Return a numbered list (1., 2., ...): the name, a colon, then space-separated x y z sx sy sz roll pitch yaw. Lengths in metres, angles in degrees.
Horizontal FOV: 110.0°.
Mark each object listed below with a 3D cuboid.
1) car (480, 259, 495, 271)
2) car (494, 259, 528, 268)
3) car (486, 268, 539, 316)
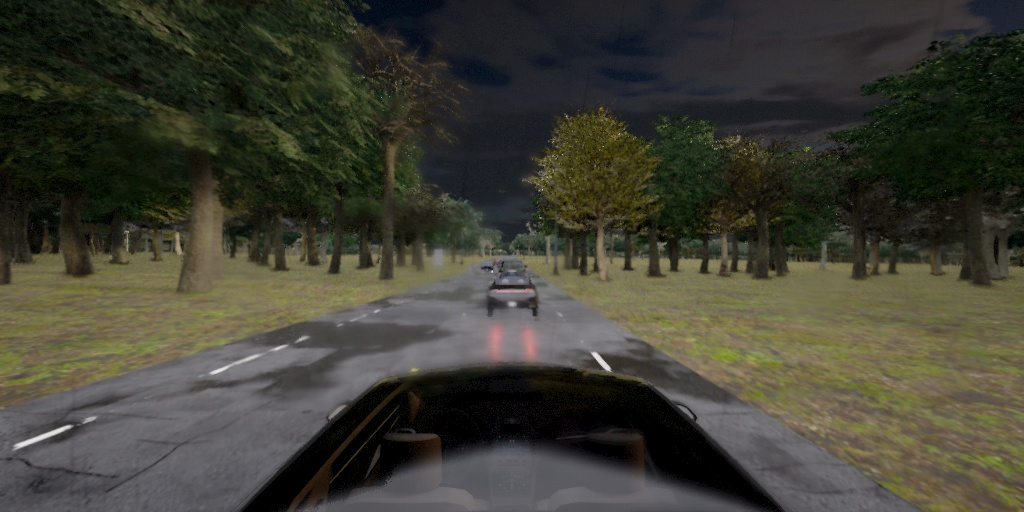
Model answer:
1. car: -4.191 1.569 60.058 2.097 1.767 4.553 0 0 -5
2. car: 0.029 1.287 27.964 2.150 2.045 5.566 0 0 1
3. car: 0.043 1.401 14.134 2.128 1.511 4.902 0 -1 1
